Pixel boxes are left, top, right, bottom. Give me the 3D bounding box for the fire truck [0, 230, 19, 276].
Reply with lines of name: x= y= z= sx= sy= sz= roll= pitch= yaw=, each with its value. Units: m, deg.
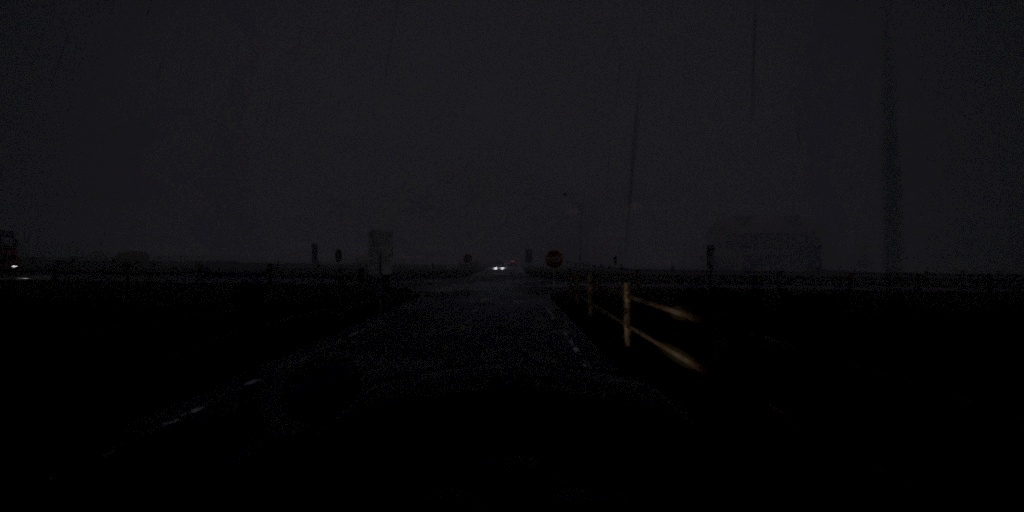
fire truck: x=-42.052 y=-0.430 z=26.242 sx=8.468 sy=3.827 sz=2.891 roll=1 pitch=-1 yaw=0
